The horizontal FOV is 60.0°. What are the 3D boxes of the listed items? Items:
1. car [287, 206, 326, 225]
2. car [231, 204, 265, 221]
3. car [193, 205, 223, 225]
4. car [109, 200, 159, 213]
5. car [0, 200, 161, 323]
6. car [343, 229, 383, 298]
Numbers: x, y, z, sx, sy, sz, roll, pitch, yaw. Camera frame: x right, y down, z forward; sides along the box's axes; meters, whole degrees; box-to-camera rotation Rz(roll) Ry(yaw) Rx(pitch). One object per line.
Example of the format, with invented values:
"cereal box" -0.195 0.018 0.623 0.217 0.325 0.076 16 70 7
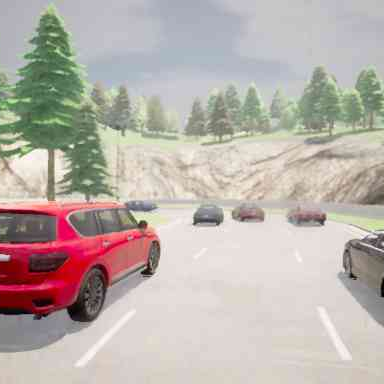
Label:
"car" 8.409 1.680 24.846 1.895 1.301 4.718 0 0 6
"car" 4.590 1.645 27.789 1.994 1.385 4.181 0 0 -6
"car" 1.239 1.632 24.708 1.994 1.385 4.181 0 0 8
"car" -6.736 1.642 38.752 5.357 1.411 2.033 0 0 8
"car" -2.416 1.234 7.486 2.150 2.045 5.566 0 -1 12
"car" 4.674 1.517 7.100 2.128 1.511 4.902 0 0 11
